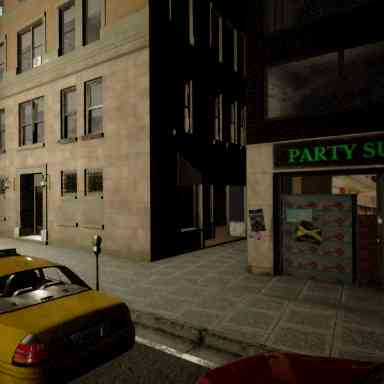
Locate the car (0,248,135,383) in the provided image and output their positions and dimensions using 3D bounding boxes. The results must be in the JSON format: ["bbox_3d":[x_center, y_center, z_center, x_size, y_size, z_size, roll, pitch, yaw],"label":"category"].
[{"bbox_3d":[-2.987,1.526,4.992,4.829,1.417,1.752,0,-1,36],"label":"car"}]

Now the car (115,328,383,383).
[{"bbox_3d":[1.767,1.582,1.594,4.206,1.307,1.802,0,-1,36],"label":"car"}]
